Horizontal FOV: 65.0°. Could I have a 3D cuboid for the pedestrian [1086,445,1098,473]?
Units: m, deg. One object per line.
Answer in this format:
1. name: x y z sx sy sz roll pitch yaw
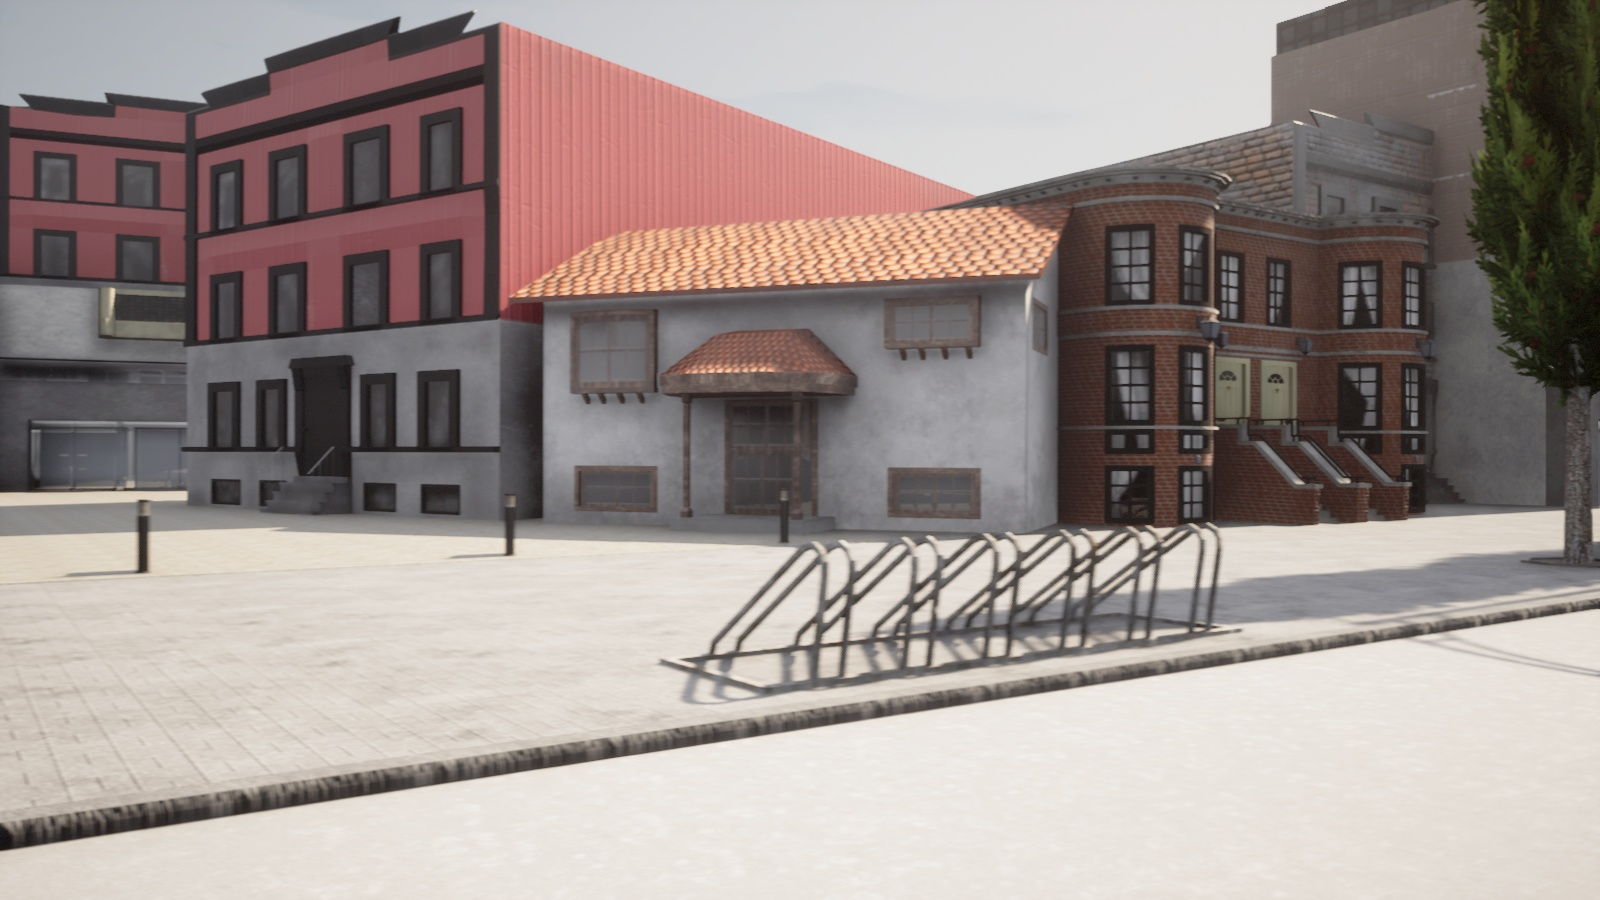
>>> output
1. pedestrian: 20.096 0.615 86.479 0.396 1.930 0.692 0 0 -36
